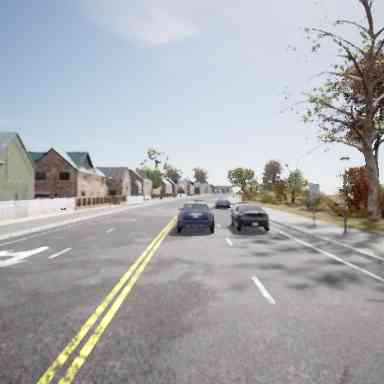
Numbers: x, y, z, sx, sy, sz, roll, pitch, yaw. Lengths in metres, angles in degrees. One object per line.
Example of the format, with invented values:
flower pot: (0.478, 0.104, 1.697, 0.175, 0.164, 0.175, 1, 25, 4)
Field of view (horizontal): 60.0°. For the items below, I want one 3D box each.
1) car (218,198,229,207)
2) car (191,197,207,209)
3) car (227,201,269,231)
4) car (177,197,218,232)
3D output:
car: (4.283, 1.532, 46.352, 1.994, 1.385, 4.181, 0, 0, 3)
car: (0.989, 1.463, 45.537, 2.128, 1.511, 4.902, 0, 0, 3)
car: (3.497, 1.496, 20.593, 1.837, 1.490, 4.892, 0, 0, 1)
car: (0.241, 1.345, 20.234, 2.097, 1.767, 4.553, 0, 0, 1)
